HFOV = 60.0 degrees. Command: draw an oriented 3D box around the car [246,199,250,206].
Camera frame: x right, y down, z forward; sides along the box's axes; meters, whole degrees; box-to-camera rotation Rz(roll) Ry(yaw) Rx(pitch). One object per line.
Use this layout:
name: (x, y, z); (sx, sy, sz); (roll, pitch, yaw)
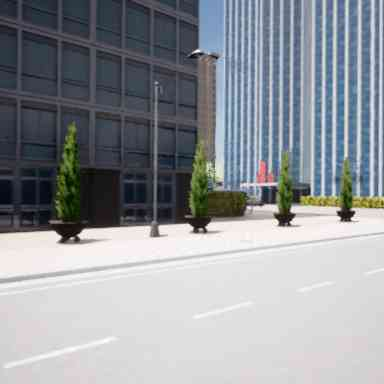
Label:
car: (8.105, 1.987, 62.594); (1.837, 1.490, 4.892); (1, 0, -35)

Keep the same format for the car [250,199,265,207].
car: (11.508, 2.067, 63.837); (2.033, 1.411, 5.357); (1, 0, -36)
